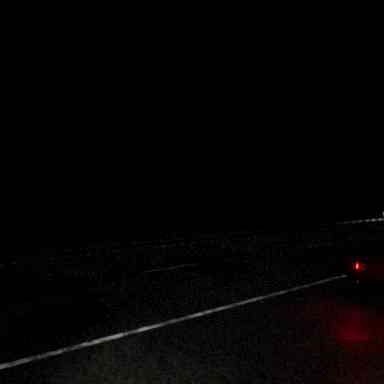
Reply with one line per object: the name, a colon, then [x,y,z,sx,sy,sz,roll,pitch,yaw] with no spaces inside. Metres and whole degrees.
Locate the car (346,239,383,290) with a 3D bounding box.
car: [5.748,1.610,7.847,4.718,1.301,1.895,0,0,-36]
